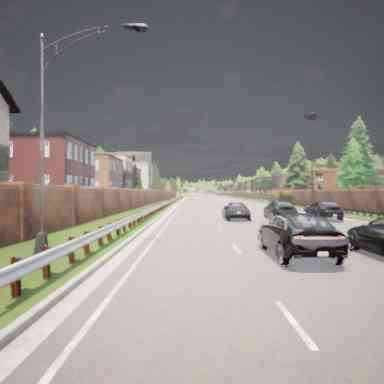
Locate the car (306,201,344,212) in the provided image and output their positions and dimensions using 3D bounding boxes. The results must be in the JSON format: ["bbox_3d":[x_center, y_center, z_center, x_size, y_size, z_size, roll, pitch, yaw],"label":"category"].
[{"bbox_3d":[10.582,1.477,27.001,1.837,1.490,4.892,0,0,0],"label":"car"}]

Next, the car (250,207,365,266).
[{"bbox_3d":[3.582,1.480,11.490,2.128,1.511,4.902,0,0,0],"label":"car"}]

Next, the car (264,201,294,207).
[{"bbox_3d":[7.083,1.476,27.006,1.837,1.490,4.892,0,0,0],"label":"car"}]

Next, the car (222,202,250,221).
[{"bbox_3d":[3.582,1.535,27.331,1.994,1.385,4.181,0,0,0],"label":"car"}]

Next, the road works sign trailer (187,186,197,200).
[{"bbox_3d":[-0.010,0.376,84.403,2.380,3.560,2.880,0,0,0],"label":"road works sign trailer"}]

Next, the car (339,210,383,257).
[{"bbox_3d":[7.082,1.552,11.511,1.994,1.385,4.181,0,0,0],"label":"car"}]
